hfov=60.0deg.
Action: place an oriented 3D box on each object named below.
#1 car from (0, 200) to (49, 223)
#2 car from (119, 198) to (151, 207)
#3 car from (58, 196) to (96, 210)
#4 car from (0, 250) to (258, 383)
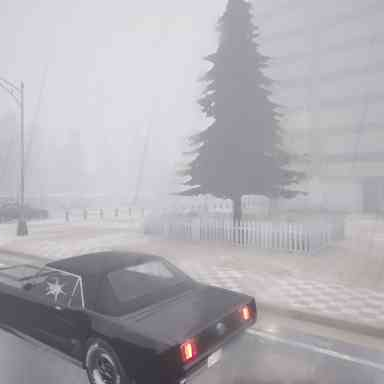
[{"bbox_3d":[-13.368,1.525,25.410,1.812,1.442,4.674,0,0,36],"label":"car"},{"bbox_3d":[-8.490,1.547,50.392,2.033,1.411,5.357,0,0,36],"label":"car"},{"bbox_3d":[-14.505,1.352,42.068,2.097,1.767,4.553,0,0,36],"label":"car"},{"bbox_3d":[-1.538,1.601,5.108,4.718,1.301,1.895,0,0,36],"label":"car"}]
